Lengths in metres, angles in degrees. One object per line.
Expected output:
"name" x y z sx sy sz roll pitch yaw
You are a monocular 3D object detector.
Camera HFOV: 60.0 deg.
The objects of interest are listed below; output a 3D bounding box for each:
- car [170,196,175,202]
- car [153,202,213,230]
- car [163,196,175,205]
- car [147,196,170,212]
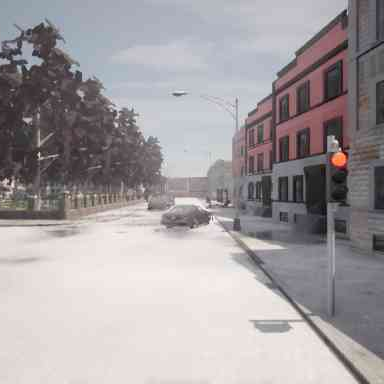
"car" -4.083 1.547 49.263 2.033 1.411 5.357 0 0 0
"car" -0.238 1.547 21.383 2.033 1.411 5.357 0 0 20
"car" -4.050 1.505 59.662 1.837 1.490 4.892 0 0 0
"car" -4.087 1.478 39.363 1.882 1.535 5.008 0 0 0
